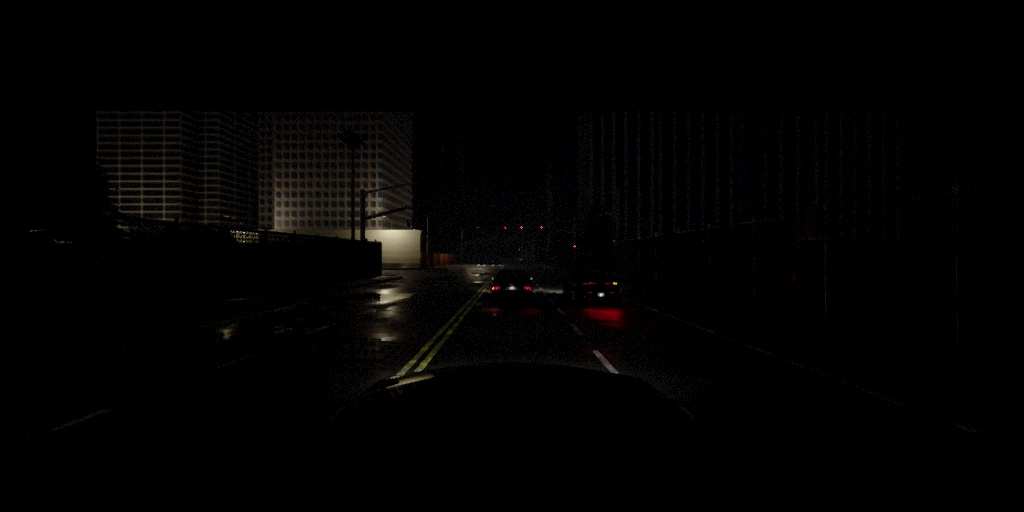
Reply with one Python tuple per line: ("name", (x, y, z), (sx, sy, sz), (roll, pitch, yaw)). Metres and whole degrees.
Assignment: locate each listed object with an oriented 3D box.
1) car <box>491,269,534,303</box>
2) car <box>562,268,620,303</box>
("car", (0.000, 1.312, 16.500), (2.033, 1.411, 5.357), (0, 0, 0))
("car", (3.500, 1.265, 16.500), (1.837, 1.490, 4.892), (0, 0, 0))
